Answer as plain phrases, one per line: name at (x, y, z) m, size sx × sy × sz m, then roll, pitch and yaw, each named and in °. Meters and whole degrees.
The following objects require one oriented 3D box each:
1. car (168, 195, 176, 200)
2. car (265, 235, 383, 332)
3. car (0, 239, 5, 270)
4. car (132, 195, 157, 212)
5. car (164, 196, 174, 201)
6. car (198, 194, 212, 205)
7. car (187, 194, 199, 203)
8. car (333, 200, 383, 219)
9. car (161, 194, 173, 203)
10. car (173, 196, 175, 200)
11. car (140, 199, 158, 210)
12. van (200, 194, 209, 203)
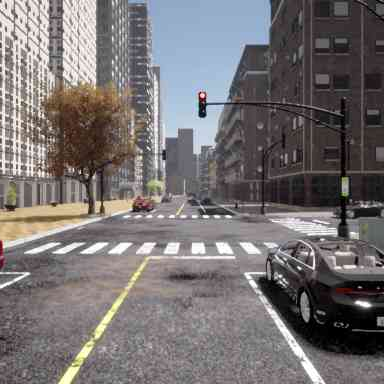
car at (-5.732, 1.654, 94.385) m, size 2.008 × 1.369 × 4.403 m, roll 0°, pitch 0°, yaw 0°
car at (2.687, 1.551, 6.772) m, size 2.008 × 1.369 × 4.403 m, roll 0°, pitch 0°, yaw 0°
car at (-5.694, 1.545, 6.769) m, size 1.887 × 1.381 × 4.507 m, roll 0°, pitch 0°, yaw 0°
car at (-5.708, 1.336, 39.157) m, size 2.192 × 1.841 × 5.009 m, roll 0°, pitch 0°, yaw 0°
car at (-5.727, 1.632, 83.340) m, size 2.008 × 1.369 × 4.403 m, roll 0°, pitch 0°, yaw 0°
car at (2.664, 1.610, 61.251) m, size 1.947 × 1.339 × 4.313 m, roll 0°, pitch 0°, yaw 0°
car at (-0.030, 1.656, 68.927) m, size 1.895 × 1.301 × 4.718 m, roll 0°, pitch 0°, yaw 0°
car at (13.415, 1.350, 26.183) m, size 4.403 × 1.369 × 2.008 m, roll -1°, pitch 1°, yaw -1°
car at (-5.722, 1.627, 72.294) m, size 1.947 × 1.339 × 4.313 m, roll 0°, pitch 0°, yaw 0°
car at (-5.725, 1.385, 77.817) m, size 2.192 × 1.841 × 5.009 m, roll 0°, pitch 0°, yaw 0°
car at (-5.710, 1.592, 44.680) m, size 1.947 × 1.339 × 4.313 m, roll 0°, pitch 0°, yaw 0°
van at (2.658, 1.402, 72.298) m, size 1.690 × 1.788 × 3.998 m, roll 0°, pitch 0°, yaw 0°
